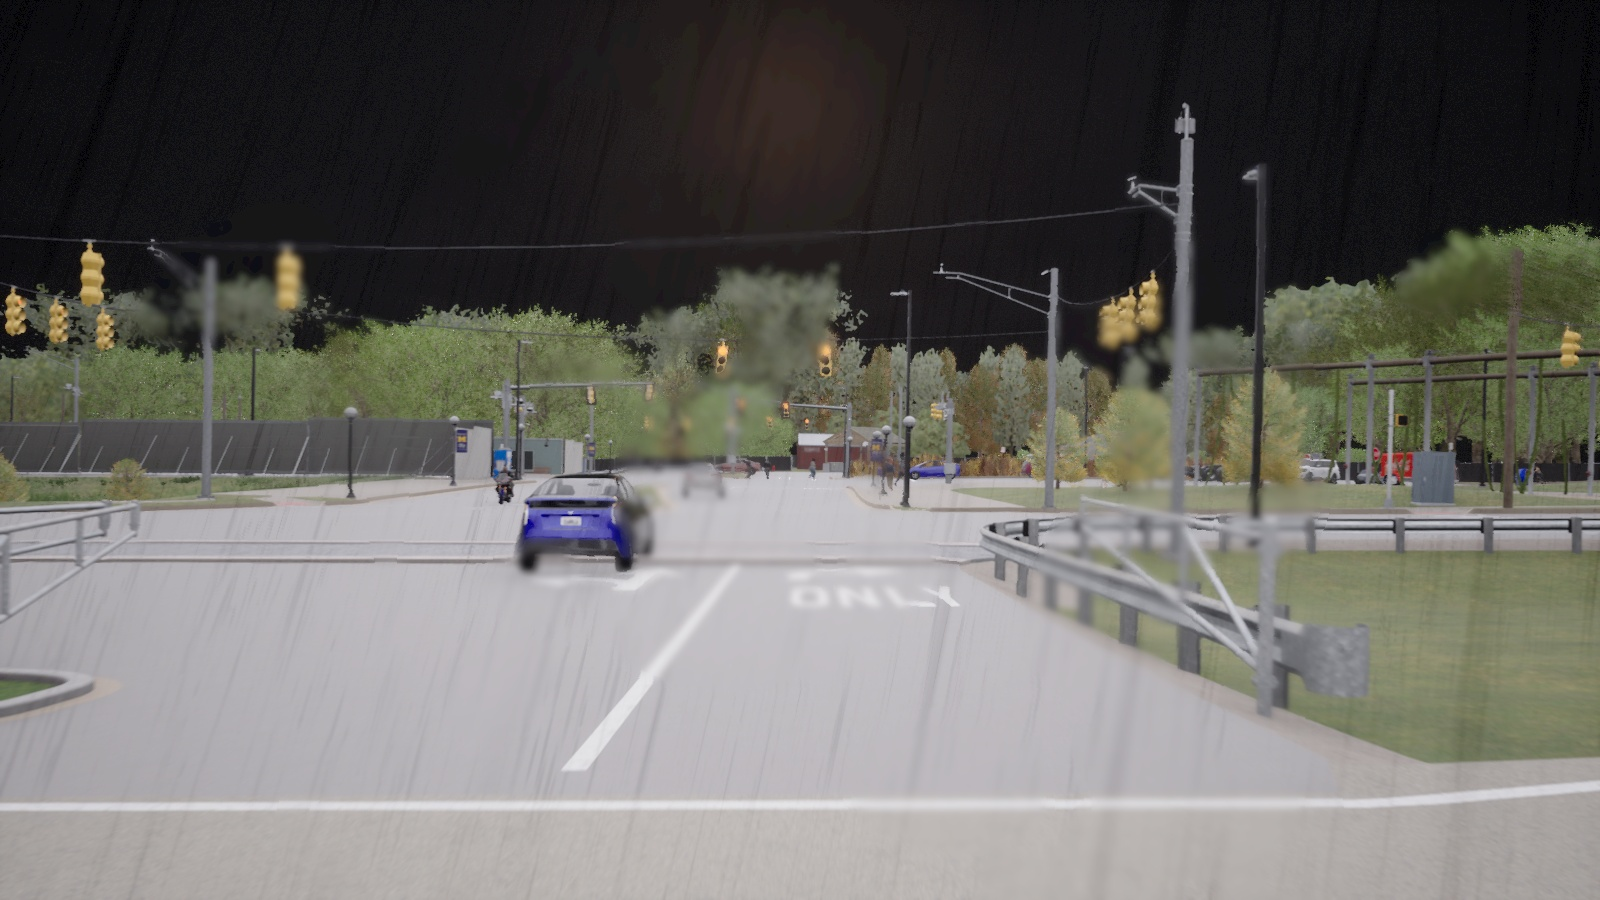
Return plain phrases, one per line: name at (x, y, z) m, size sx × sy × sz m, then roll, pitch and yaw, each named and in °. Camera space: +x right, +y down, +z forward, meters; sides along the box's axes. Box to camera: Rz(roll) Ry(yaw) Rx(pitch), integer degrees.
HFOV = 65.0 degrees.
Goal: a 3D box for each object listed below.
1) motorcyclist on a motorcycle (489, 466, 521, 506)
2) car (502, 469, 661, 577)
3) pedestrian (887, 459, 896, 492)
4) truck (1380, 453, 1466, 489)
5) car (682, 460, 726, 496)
motorcyclist on a motorcycle at (-11.741, 1.411, 49.981) m, size 0.866 × 1.530 × 2.191 m, roll 0°, pitch 0°, yaw -3°
car at (-3.515, 1.122, 21.015) m, size 2.007 × 1.525 × 4.514 m, roll 0°, pitch 0°, yaw -2°
pedestrian at (5.565, 1.538, 76.412) m, size 0.423 × 1.949 × 0.788 m, roll 1°, pitch 0°, yaw -4°
truck at (43.774, 1.481, 88.347) m, size 2.627 × 2.467 × 5.204 m, roll 0°, pitch -1°, yaw -15°
car at (-4.931, 1.396, 64.496) m, size 2.152 × 1.651 × 5.027 m, roll 1°, pitch 1°, yaw -4°
